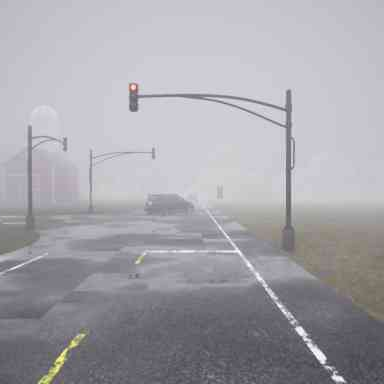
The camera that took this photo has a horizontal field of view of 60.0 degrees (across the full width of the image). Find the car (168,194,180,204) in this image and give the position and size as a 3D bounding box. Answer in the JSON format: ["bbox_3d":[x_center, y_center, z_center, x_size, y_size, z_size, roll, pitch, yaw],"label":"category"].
[{"bbox_3d":[-3.486,1.286,65.031,2.097,1.767,4.553,0,0,1],"label":"car"}]

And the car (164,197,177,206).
[{"bbox_3d":[-3.546,1.515,55.006,1.994,1.385,4.181,0,0,0],"label":"car"}]

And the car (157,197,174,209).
[{"bbox_3d":[-3.561,1.443,45.112,1.882,1.535,5.008,0,0,0],"label":"car"}]

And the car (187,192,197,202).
[{"bbox_3d":[0.067,1.134,74.720,2.150,2.045,5.566,0,0,0],"label":"car"}]

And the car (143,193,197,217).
[{"bbox_3d":[-2.120,1.193,31.391,2.150,2.045,5.566,1,0,36],"label":"car"}]
